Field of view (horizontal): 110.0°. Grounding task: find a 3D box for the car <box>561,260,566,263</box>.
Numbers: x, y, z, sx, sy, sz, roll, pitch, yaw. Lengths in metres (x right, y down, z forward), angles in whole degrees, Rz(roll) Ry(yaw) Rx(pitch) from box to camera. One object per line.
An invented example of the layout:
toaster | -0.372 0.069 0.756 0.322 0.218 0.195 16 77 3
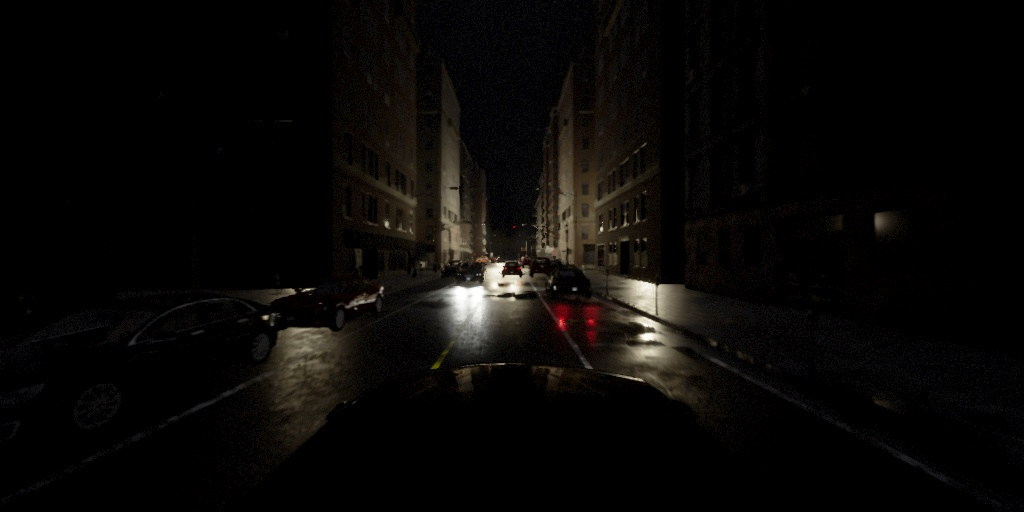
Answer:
car | 5.794 1.237 45.381 5.357 1.411 2.033 0 0 -12

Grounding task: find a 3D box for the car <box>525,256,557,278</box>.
car | 2.635 1.034 33.718 2.192 1.841 5.009 0 0 0

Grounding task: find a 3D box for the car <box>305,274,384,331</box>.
car | -5.389 1.286 10.988 1.888 1.381 4.507 0 0 0

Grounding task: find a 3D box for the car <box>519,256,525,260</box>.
car | 2.696 1.005 60.774 2.192 1.841 5.009 0 0 0

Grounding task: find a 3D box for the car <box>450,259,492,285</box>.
car | -2.836 1.218 25.892 2.128 1.511 4.902 0 0 0

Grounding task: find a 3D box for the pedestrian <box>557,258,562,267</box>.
pedestrian | 2.741 1.026 20.865 0.375 1.860 0.375 0 0 0

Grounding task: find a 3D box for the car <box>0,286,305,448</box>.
car | -5.388 1.297 5.305 2.007 1.370 4.403 0 0 0

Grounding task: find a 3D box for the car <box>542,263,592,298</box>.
car | 2.748 1.261 18.028 1.812 1.442 4.674 0 0 0

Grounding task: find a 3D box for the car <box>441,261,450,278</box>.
car | -5.390 1.159 33.717 1.967 1.591 4.097 0 0 0

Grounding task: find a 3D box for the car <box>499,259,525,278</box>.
car | 0.005 1.245 33.068 1.812 1.442 4.674 0 0 0
